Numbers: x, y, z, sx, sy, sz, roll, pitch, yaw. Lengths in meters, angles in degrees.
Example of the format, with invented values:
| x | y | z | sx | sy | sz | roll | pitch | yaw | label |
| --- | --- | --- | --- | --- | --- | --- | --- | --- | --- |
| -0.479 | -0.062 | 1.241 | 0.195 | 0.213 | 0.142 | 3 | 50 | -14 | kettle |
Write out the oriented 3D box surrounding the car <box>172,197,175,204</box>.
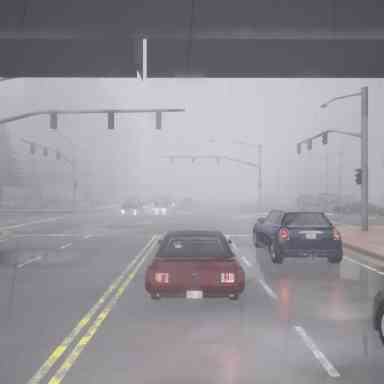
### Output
| x | y | z | sx | sy | sz | roll | pitch | yaw | label |
| --- | --- | --- | --- | --- | --- | --- | --- | --- | --- |
| -4.530 | 1.352 | 58.587 | 2.097 | 1.767 | 4.553 | 0 | 0 | 0 | car |

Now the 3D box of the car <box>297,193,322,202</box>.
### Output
| x | y | z | sx | sy | sz | roll | pitch | yaw | label |
| --- | --- | --- | --- | --- | --- | --- | --- | --- | --- |
| 16.662 | 1.153 | 48.144 | 1.932 | 1.855 | 4.605 | 0 | 0 | 0 | car |

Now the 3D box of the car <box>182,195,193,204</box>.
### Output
| x | y | z | sx | sy | sz | roll | pitch | yaw | label |
| --- | --- | --- | --- | --- | --- | --- | --- | --- | --- |
| -0.888 | 1.525 | 64.511 | 1.812 | 1.442 | 4.674 | 0 | 0 | 0 | car |

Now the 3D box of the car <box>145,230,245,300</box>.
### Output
| x | y | z | sx | sy | sz | roll | pitch | yaw | label |
| --- | --- | --- | --- | --- | --- | --- | --- | --- | --- |
| 0.069 | 1.601 | 8.343 | 1.895 | 1.301 | 4.718 | 0 | 0 | 0 | car |

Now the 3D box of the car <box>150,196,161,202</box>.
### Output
| x | y | z | sx | sy | sz | roll | pitch | yaw | label |
| --- | --- | --- | --- | --- | --- | --- | --- | --- | --- |
| -8.046 | 1.552 | 73.971 | 1.994 | 1.385 | 4.181 | 0 | 0 | 0 | car |

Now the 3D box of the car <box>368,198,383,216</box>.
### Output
| x | y | z | sx | sy | sz | roll | pitch | yaw | label |
| --- | --- | --- | --- | --- | --- | --- | --- | --- | --- |
| 19.265 | 1.505 | 30.379 | 4.892 | 1.490 | 1.837 | 0 | 0 | 1 | car |

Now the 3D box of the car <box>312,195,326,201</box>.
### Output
| x | y | z | sx | sy | sz | roll | pitch | yaw | label |
| --- | --- | --- | --- | --- | --- | --- | --- | --- | --- |
| 30.840 | 1.364 | 80.695 | 1.784 | 1.438 | 3.905 | 0 | 0 | 0 | car |

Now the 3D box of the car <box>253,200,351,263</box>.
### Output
| x | y | z | sx | sy | sz | roll | pitch | yaw | label |
| --- | --- | --- | --- | --- | --- | --- | --- | --- | --- |
| 3.585 | 1.352 | 12.110 | 2.097 | 1.767 | 4.553 | 0 | 0 | 0 | car |

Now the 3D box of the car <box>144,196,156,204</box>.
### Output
| x | y | z | sx | sy | sz | roll | pitch | yaw | label |
| --- | --- | --- | --- | --- | --- | --- | --- | --- | --- |
| -8.027 | 1.526 | 63.959 | 1.812 | 1.442 | 4.674 | 0 | 0 | 0 | car |

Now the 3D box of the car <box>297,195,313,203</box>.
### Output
| x | y | z | sx | sy | sz | roll | pitch | yaw | label |
| --- | --- | --- | --- | --- | --- | --- | --- | --- | --- |
| 22.216 | 1.395 | 65.572 | 1.970 | 1.475 | 3.806 | 0 | 0 | 0 | car |

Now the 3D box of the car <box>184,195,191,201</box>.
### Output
| x | y | z | sx | sy | sz | roll | pitch | yaw | label |
| --- | --- | --- | --- | --- | --- | --- | --- | --- | --- |
| -1.121 | 1.478 | 86.114 | 1.882 | 1.535 | 5.008 | 0 | 0 | 0 | car |

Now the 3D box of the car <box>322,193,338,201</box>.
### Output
| x | y | z | sx | sy | sz | roll | pitch | yaw | label |
| --- | --- | --- | --- | --- | --- | --- | --- | --- | --- |
| 33.523 | 1.153 | 80.753 | 1.932 | 1.855 | 4.605 | 0 | 0 | 0 | car |

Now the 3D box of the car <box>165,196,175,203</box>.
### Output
| x | y | z | sx | sy | sz | roll | pitch | yaw | label |
| --- | --- | --- | --- | --- | --- | --- | --- | --- | --- |
| -4.519 | 1.601 | 68.742 | 1.895 | 1.301 | 4.718 | 0 | 0 | 0 | car |

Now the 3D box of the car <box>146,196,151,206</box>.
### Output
| x | y | z | sx | sy | sz | roll | pitch | yaw | label |
| --- | --- | --- | --- | --- | --- | --- | --- | --- | --- |
| -8.014 | 1.478 | 53.953 | 1.882 | 1.535 | 5.008 | 0 | 0 | 0 | car |

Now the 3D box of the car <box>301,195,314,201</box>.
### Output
| x | y | z | sx | sy | sz | roll | pitch | yaw | label |
| --- | --- | --- | --- | --- | --- | --- | --- | --- | --- |
| 27.945 | 1.395 | 80.689 | 1.970 | 1.475 | 3.806 | 0 | 0 | 0 | car |

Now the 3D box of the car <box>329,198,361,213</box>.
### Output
| x | y | z | sx | sy | sz | roll | pitch | yaw | label |
| --- | --- | --- | --- | --- | --- | --- | --- | --- | --- |
| 16.681 | 1.564 | 33.913 | 4.181 | 1.385 | 1.994 | 0 | 0 | 1 | car |

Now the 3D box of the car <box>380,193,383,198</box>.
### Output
| x | y | z | sx | sy | sz | roll | pitch | yaw | label |
| --- | --- | --- | --- | --- | --- | --- | --- | --- | --- |
| 39.113 | 1.153 | 65.706 | 1.932 | 1.855 | 4.605 | 0 | 0 | 0 | car |

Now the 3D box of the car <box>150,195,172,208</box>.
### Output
| x | y | z | sx | sy | sz | roll | pitch | yaw | label |
| --- | --- | --- | --- | --- | --- | --- | --- | --- | --- |
| -4.492 | 1.491 | 49.545 | 2.128 | 1.511 | 4.902 | 0 | 0 | 0 | car |

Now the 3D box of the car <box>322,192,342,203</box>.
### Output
| x | y | z | sx | sy | sz | roll | pitch | yaw | label |
| --- | --- | --- | --- | --- | --- | --- | --- | --- | --- |
| 19.556 | 1.156 | 48.097 | 1.905 | 1.878 | 3.866 | 0 | 0 | 0 | car |

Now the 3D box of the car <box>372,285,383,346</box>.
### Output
| x | y | z | sx | sy | sz | roll | pitch | yaw | label |
| --- | --- | --- | --- | --- | --- | --- | --- | --- | --- |
| 3.601 | 1.505 | 3.018 | 1.837 | 1.490 | 4.892 | 0 | 0 | 0 | car |

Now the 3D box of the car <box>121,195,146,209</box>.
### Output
| x | y | z | sx | sy | sz | roll | pitch | yaw | label |
| --- | --- | --- | --- | --- | --- | --- | --- | --- | --- |
| -8.031 | 1.352 | 44.782 | 2.097 | 1.767 | 4.553 | 0 | 0 | 2 | car |
